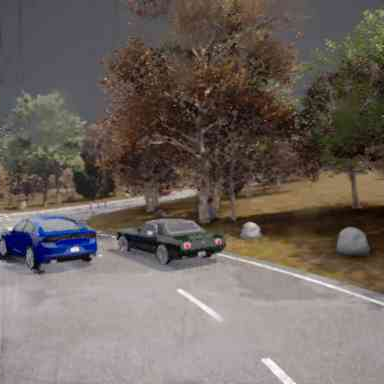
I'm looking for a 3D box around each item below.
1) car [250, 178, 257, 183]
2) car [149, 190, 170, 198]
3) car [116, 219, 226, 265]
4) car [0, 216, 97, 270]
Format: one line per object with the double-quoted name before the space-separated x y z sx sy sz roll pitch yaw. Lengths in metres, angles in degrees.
"car" 15.124 -2.989 84.420 2.128 1.511 4.902 -1 5 32
"car" -5.984 0.263 59.535 1.895 1.301 4.718 -1 5 31
"car" -1.002 1.633 11.939 1.895 1.301 4.718 -1 0 -36
"car" -5.156 1.586 11.676 1.882 1.535 5.008 0 -1 -43
